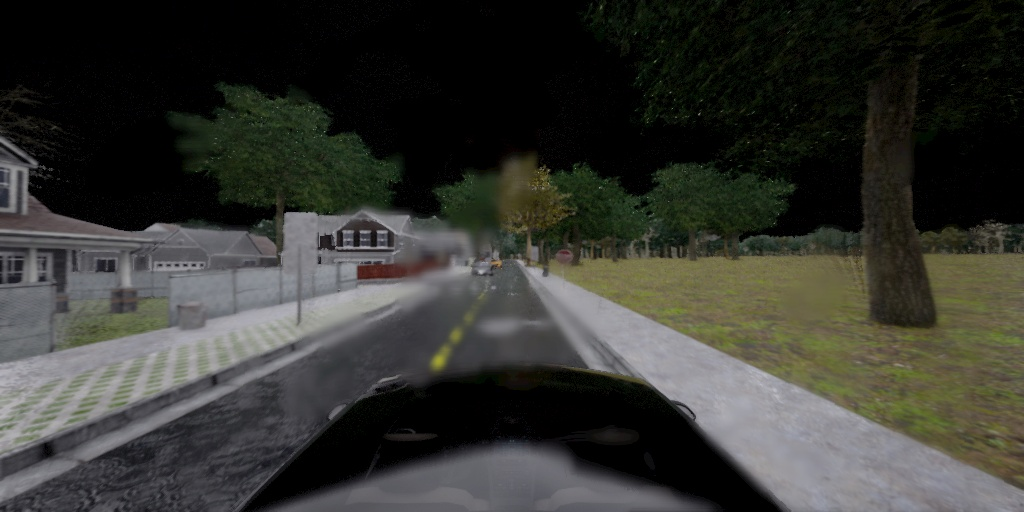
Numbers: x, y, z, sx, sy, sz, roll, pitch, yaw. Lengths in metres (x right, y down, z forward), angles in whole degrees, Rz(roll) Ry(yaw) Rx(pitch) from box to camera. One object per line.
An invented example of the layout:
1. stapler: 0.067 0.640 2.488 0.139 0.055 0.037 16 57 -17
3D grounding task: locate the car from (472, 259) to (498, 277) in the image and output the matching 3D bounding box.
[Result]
1. car: -2.761 1.277 34.944 2.128 1.511 4.902 0 1 0

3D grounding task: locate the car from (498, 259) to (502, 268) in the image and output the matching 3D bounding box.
1. car: -2.770 1.241 61.244 1.882 1.535 5.008 0 0 0
